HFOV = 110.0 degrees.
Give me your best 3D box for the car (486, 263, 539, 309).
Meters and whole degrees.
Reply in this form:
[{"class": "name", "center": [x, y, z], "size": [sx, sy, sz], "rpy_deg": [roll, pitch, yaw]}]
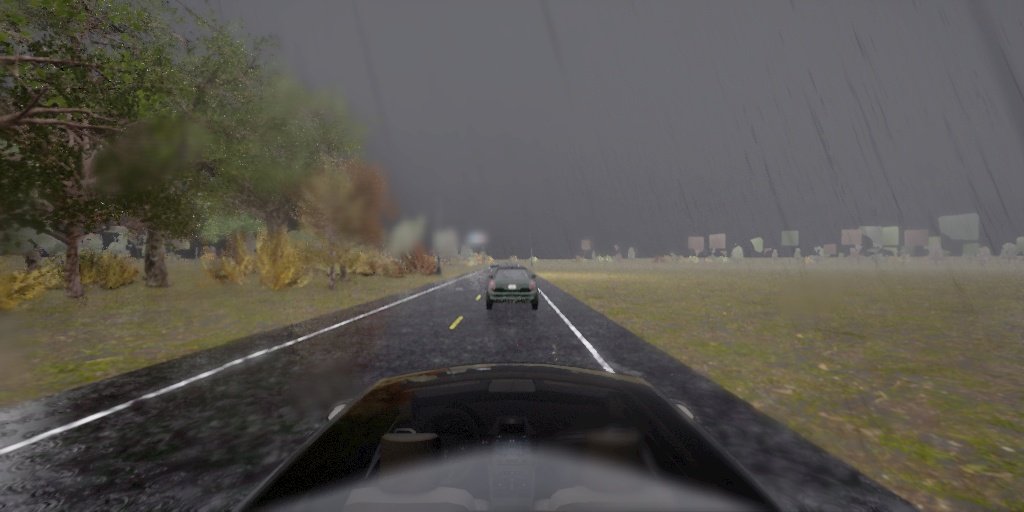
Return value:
[{"class": "car", "center": [0.011, 1.234, 15.938], "size": [2.097, 1.767, 4.553], "rpy_deg": [0, -1, 0]}]
